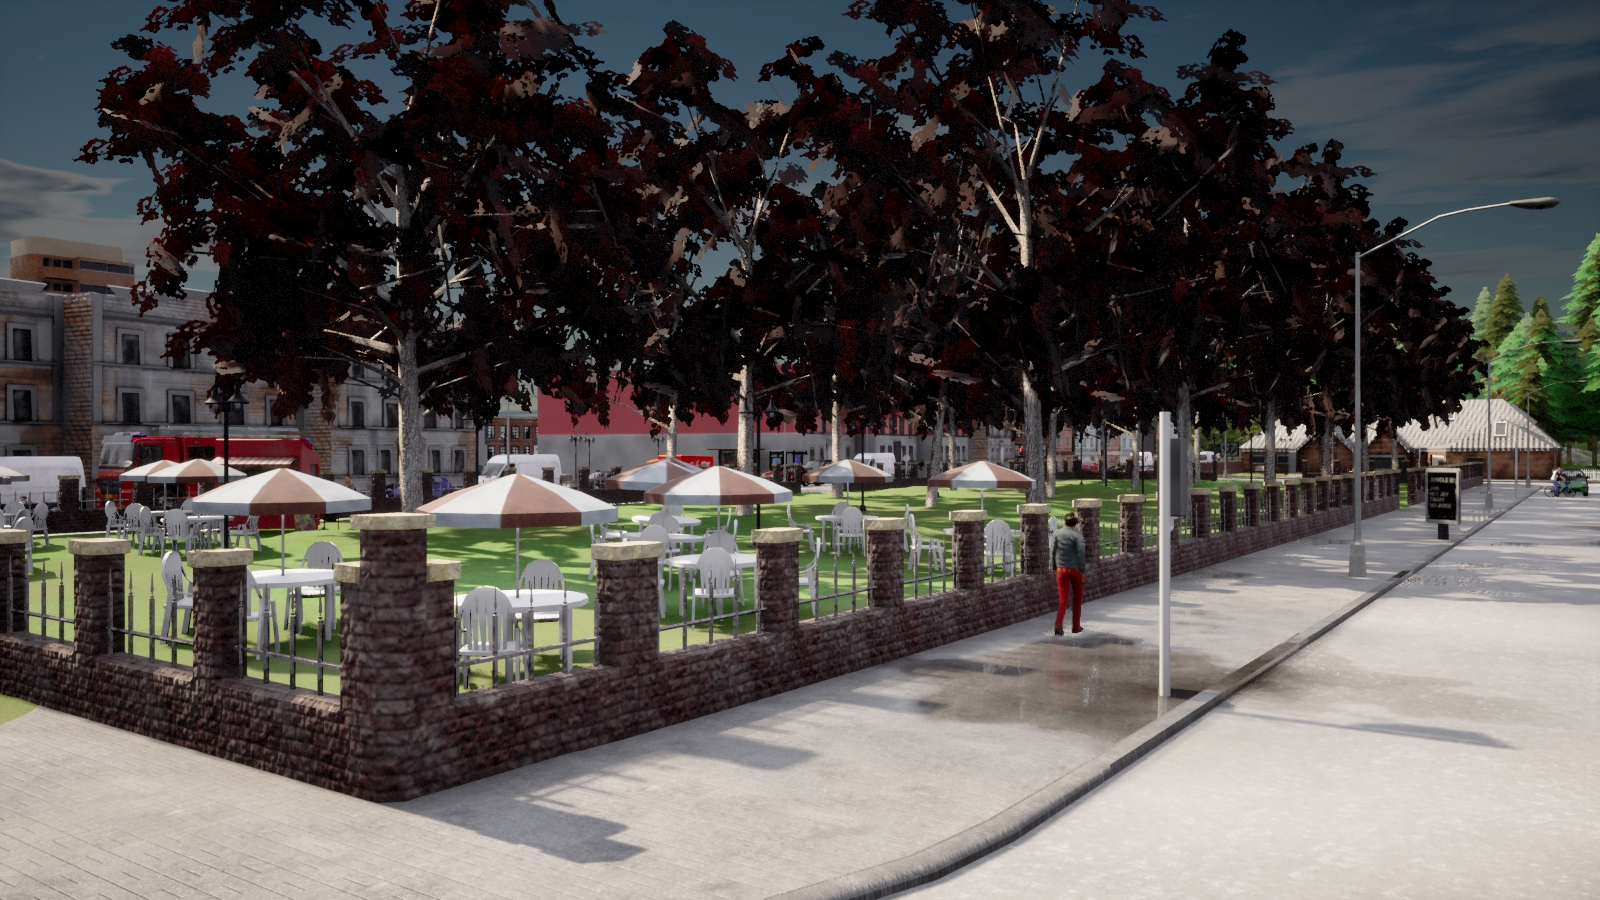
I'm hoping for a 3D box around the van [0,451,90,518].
[{"bbox_3d":[-31.021,1.314,44.007,1.988,2.561,5.915,0,0,35],"label":"van"}]

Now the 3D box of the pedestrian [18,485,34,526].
[{"bbox_3d":[-25.297,1.805,37.344,0.375,1.300,0.375,0,0,42],"label":"pedestrian"}]

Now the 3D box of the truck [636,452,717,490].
[{"bbox_3d":[-8.233,1.348,76.671,2.627,2.467,5.204,0,0,35],"label":"truck"}]

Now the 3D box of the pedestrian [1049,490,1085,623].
[{"bbox_3d":[3.845,1.517,16.445,0.375,1.860,0.375,0,0,37],"label":"pedestrian"}]

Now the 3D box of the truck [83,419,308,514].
[{"bbox_3d":[-26.598,0.670,50.778,2.891,3.827,8.468,0,0,35],"label":"truck"}]

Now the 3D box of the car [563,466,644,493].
[{"bbox_3d":[-12.166,1.814,71.050,2.097,1.535,5.006,0,0,35],"label":"car"}]

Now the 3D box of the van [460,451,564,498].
[{"bbox_3d":[-16.329,1.314,65.083,1.988,2.561,5.915,0,0,35],"label":"van"}]

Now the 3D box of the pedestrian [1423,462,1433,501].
[{"bbox_3d":[30.296,1.525,55.112,0.375,1.860,0.375,0,0,35],"label":"pedestrian"}]

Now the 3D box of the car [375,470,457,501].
[{"bbox_3d":[-20.045,1.818,59.739,1.845,1.501,3.633,0,0,35],"label":"car"}]
